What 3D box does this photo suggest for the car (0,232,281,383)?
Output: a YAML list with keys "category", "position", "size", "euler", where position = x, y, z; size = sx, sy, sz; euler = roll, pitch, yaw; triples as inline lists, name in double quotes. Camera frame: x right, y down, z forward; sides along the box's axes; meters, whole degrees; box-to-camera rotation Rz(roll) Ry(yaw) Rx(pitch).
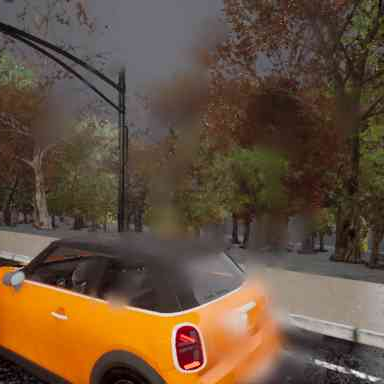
- category: "car"
  position: [-1.239, 1.351, 4.581]
  size: [4.553, 1.767, 2.097]
  euler: [0, 0, 36]
